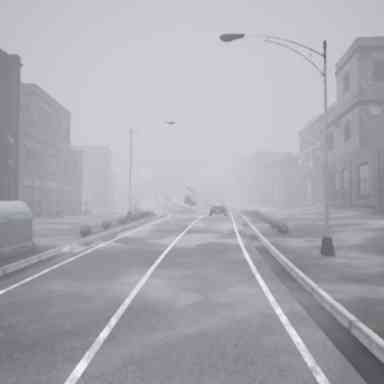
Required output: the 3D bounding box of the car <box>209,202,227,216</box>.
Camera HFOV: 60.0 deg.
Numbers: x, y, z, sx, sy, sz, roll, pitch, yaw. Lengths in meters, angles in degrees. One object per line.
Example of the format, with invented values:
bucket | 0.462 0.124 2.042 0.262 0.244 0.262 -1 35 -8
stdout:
car | 2.887 1.852 36.453 1.812 1.442 4.674 0 -2 6
